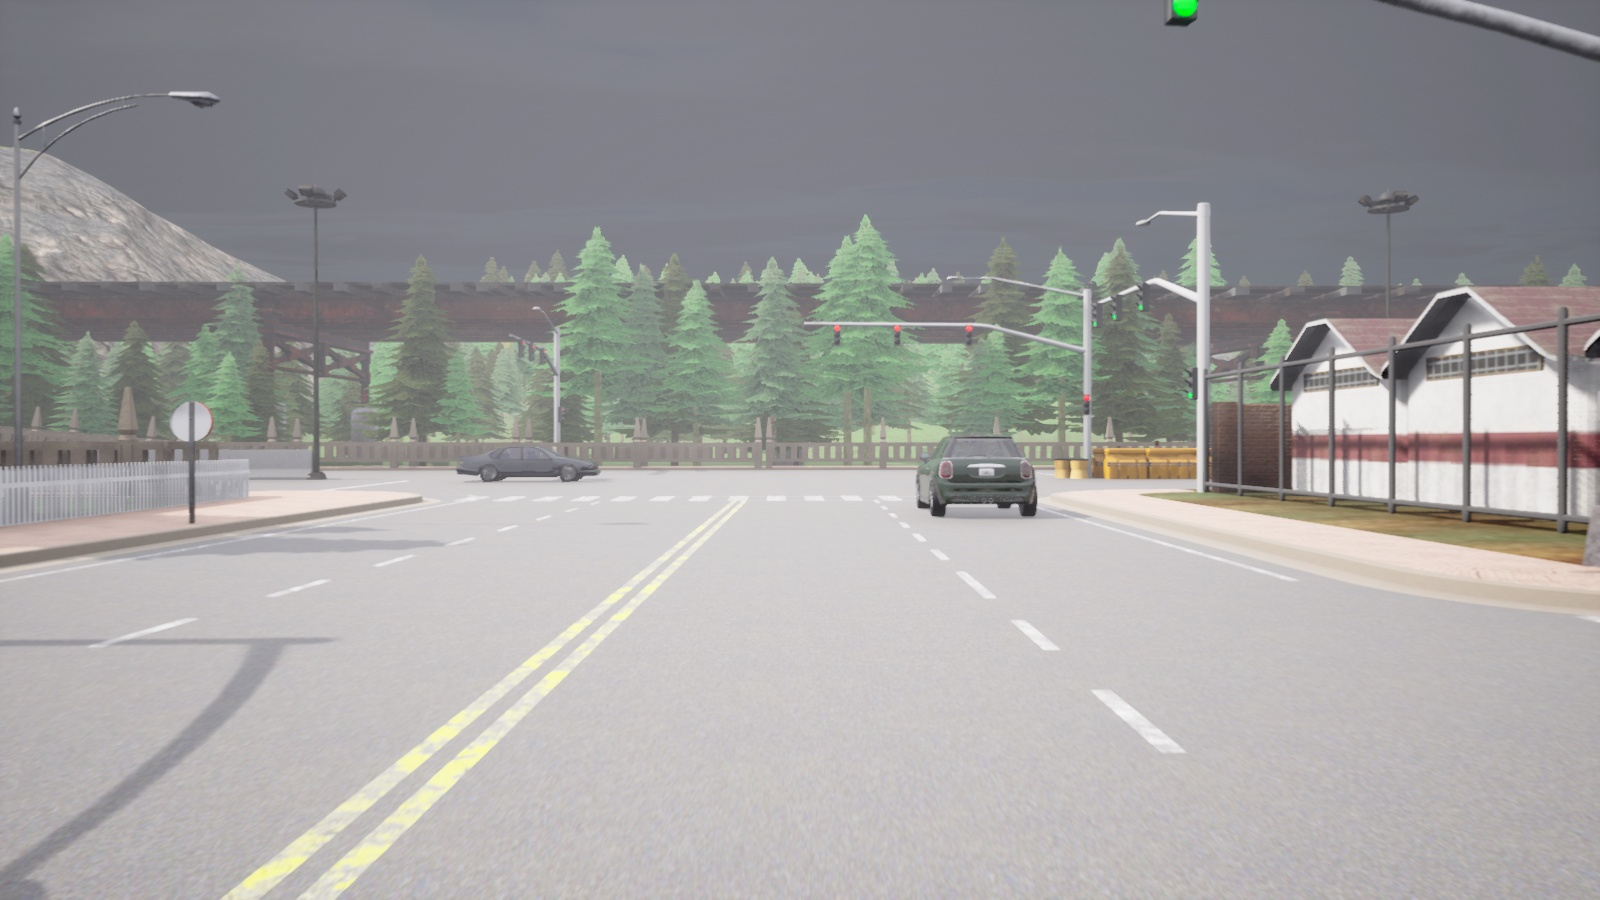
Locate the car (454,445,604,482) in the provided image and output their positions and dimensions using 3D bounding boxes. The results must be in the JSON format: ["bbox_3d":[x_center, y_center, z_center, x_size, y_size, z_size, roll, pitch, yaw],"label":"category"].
[{"bbox_3d":[-10.364,0.511,48.292,5.357,1.411,2.033,0,0,-1],"label":"car"}]

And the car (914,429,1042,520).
[{"bbox_3d":[3.668,0.456,26.693,2.097,1.767,4.553,0,0,0],"label":"car"}]
